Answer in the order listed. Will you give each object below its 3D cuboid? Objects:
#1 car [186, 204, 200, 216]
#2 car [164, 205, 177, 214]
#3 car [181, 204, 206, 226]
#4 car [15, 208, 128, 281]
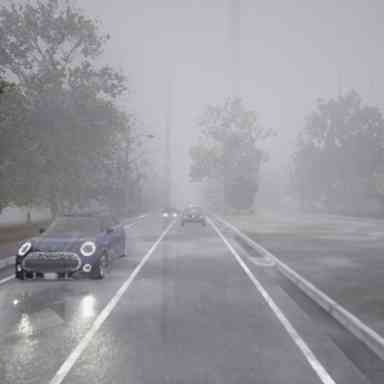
[{"bbox_3d":[0.114,2.329,42.992,1.812,1.442,4.674,0,-2,0],"label":"car"},{"bbox_3d":[-3.309,2.691,51.886,1.895,1.301,4.718,0,-2,0],"label":"car"},{"bbox_3d":[0.108,1.874,26.465,2.033,1.411,5.357,0,-1,0],"label":"car"},{"bbox_3d":[-3.347,1.411,10.100,2.097,1.767,4.553,0,-1,0],"label":"car"}]
